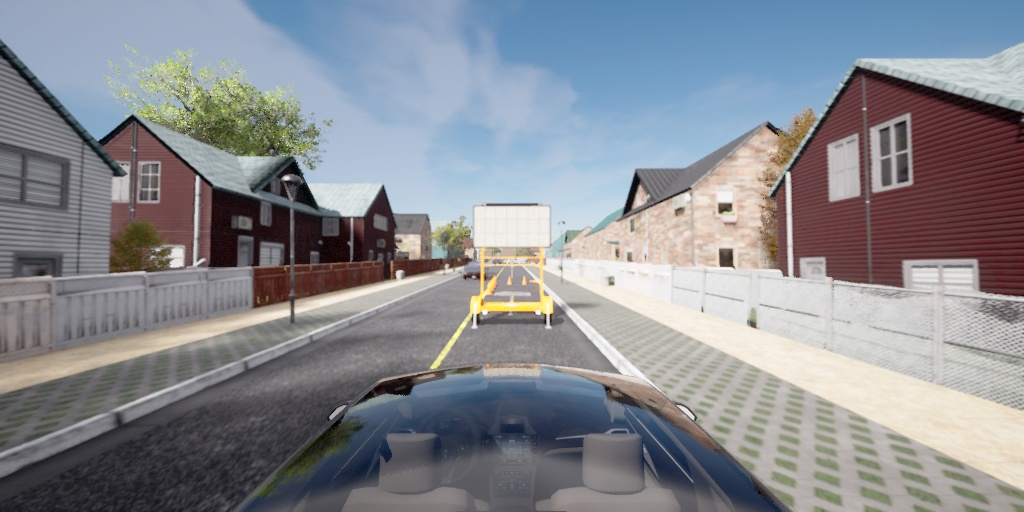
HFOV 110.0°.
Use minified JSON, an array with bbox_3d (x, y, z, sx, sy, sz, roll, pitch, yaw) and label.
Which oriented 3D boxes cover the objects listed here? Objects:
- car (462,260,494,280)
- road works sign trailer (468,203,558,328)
[{"bbox_3d":[-2.841,1.190,29.395,2.033,1.411,5.357,0,0,0],"label":"car"},{"bbox_3d":[0.000,0.164,11.148,2.380,3.560,2.880,0,0,1],"label":"road works sign trailer"}]
